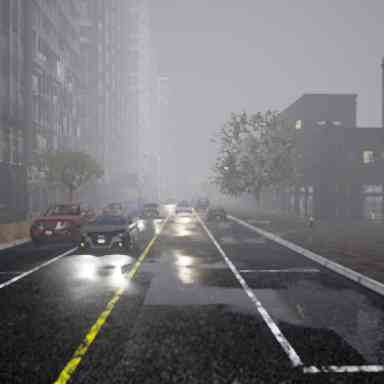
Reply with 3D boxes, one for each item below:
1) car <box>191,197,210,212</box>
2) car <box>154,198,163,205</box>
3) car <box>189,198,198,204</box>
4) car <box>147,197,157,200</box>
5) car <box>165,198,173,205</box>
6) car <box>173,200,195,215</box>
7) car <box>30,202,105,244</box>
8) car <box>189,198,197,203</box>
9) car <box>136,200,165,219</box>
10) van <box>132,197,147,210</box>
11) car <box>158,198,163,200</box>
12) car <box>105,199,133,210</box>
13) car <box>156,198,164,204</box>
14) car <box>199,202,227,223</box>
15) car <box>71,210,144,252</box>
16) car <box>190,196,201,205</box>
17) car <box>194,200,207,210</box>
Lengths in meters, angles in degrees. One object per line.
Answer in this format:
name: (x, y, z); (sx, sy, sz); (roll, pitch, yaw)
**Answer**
car: (1.459, 1.696, 45.424); (2.192, 1.841, 5.009); (-1, 0, -2)
car: (-7.826, 2.183, 78.227); (1.752, 1.417, 4.829); (-1, 0, -2)
car: (0.394, 2.269, 84.148); (1.947, 1.339, 4.313); (-1, 0, -2)
car: (-7.070, 1.744, 50.735); (2.192, 1.841, 5.009); (-1, 0, -2)
car: (-4.985, 2.121, 73.245); (1.812, 1.442, 4.674); (0, 0, -2)
car: (-0.955, 1.928, 38.821); (1.895, 1.301, 4.718); (0, 0, -1)
car: (-6.236, 1.460, 16.811); (2.192, 1.841, 5.009); (-1, 0, -2)
car: (0.242, 2.331, 89.680); (1.802, 1.307, 4.206); (-1, 0, -2)
car: (-3.950, 1.777, 32.070); (1.837, 1.490, 4.892); (0, -1, -2)
van: (-6.765, 1.678, 39.670); (1.690, 1.788, 3.998); (-1, 0, -2)
car: (-7.525, 2.112, 67.331); (1.887, 1.381, 4.507); (-1, 0, -2)
car: (-6.449, 1.678, 27.877); (1.967, 1.590, 4.097); (-1, 0, -2)
car: (-7.979, 2.229, 83.759); (1.752, 1.417, 4.829); (-1, 0, -2)
car: (1.953, 1.787, 28.091); (2.008, 1.369, 4.403); (-1, 0, -2)
car: (-3.462, 1.689, 14.508); (1.994, 1.385, 4.181); (0, -1, -2)
car: (0.696, 1.926, 73.086); (2.192, 1.841, 5.009); (-1, 0, -2)
car: (1.306, 1.953, 51.125); (1.752, 1.417, 4.829); (-1, 0, -2)
